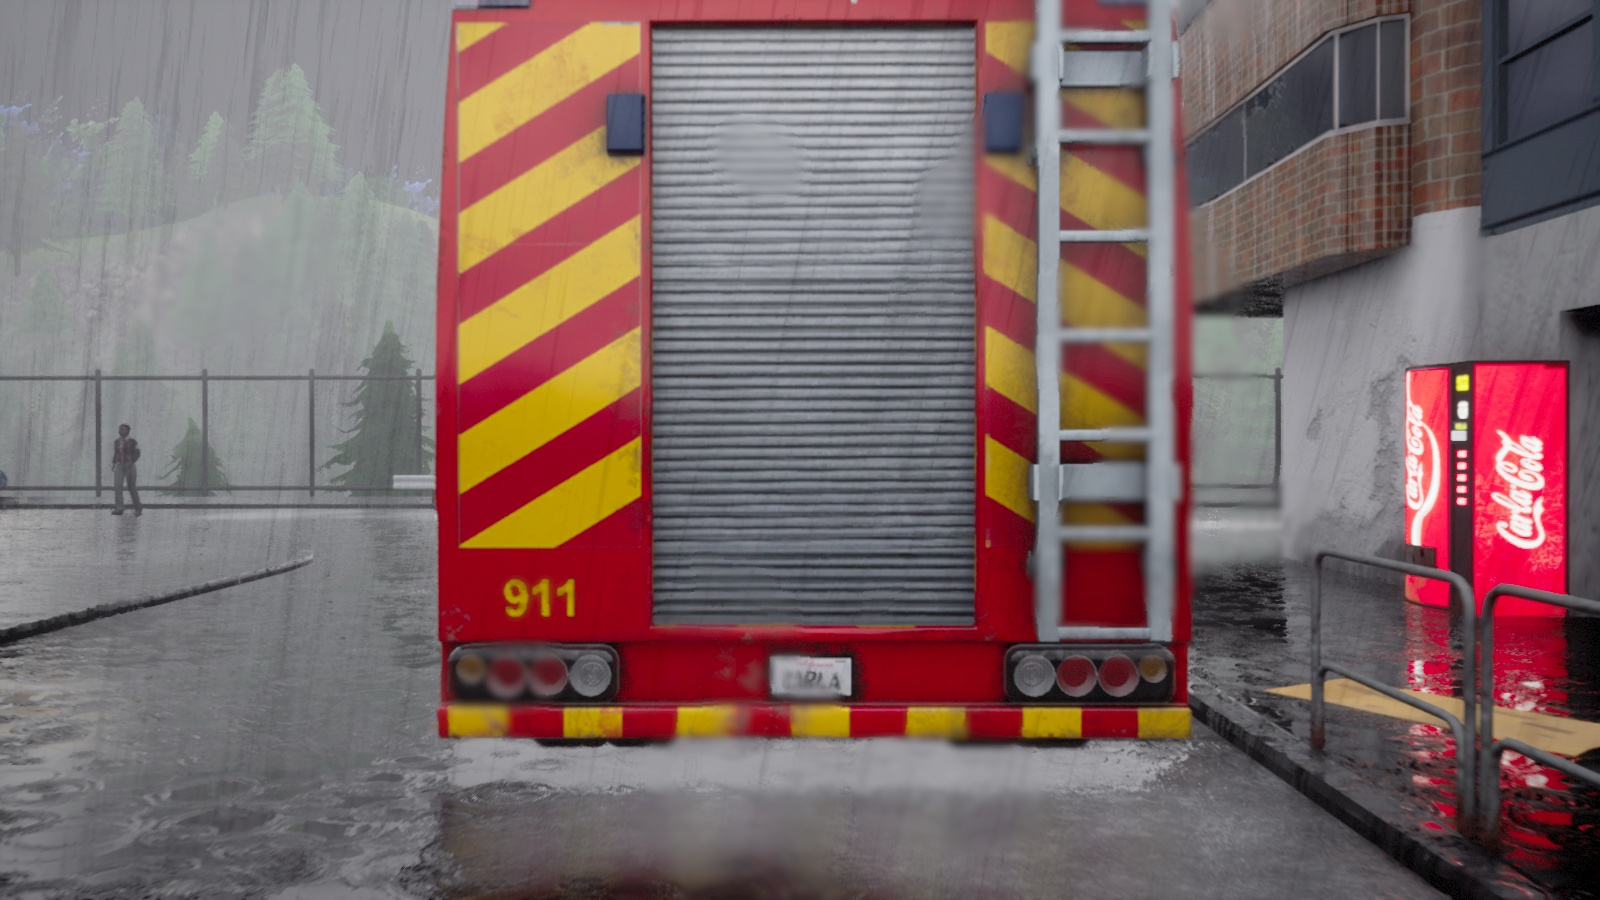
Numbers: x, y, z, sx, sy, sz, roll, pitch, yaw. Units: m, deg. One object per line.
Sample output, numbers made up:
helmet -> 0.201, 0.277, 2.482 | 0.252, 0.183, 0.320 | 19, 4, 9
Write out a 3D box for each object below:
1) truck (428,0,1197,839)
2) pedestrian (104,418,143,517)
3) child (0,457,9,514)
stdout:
truck -> 0.067, -0.477, 8.961 | 2.891, 3.827, 8.468 | 0, 0, 0
pedestrian -> -13.464, 0.342, 24.997 | 0.402, 1.930, 0.666 | 0, 0, 1
child -> -16.815, 0.743, 26.231 | 0.343, 1.192, 0.448 | 0, 0, -8
